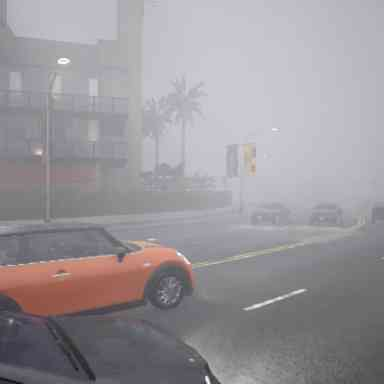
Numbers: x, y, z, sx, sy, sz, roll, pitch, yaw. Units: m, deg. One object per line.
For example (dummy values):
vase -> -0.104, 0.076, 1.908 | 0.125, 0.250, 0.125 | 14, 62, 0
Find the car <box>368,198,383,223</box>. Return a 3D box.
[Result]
car -> 14.640, 1.467, 25.204 | 1.882, 1.535, 5.008 | 0, 0, 28

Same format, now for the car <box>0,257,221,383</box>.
car -> -1.744, 1.562, 2.233 | 4.181, 1.385, 1.994 | 0, 0, -36

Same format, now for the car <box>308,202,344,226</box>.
car -> 9.637, 1.493, 23.711 | 1.837, 1.490, 4.892 | 1, 0, 31

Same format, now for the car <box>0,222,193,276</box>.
car -> -2.165, 1.347, 6.252 | 4.553, 1.767, 2.097 | 0, 0, -36

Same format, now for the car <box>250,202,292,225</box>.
car -> 5.901, 1.491, 24.381 | 1.837, 1.490, 4.892 | 1, 0, 34

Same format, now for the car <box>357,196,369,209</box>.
car -> 22.788, 1.545, 42.333 | 1.994, 1.385, 4.181 | 0, 0, 4
